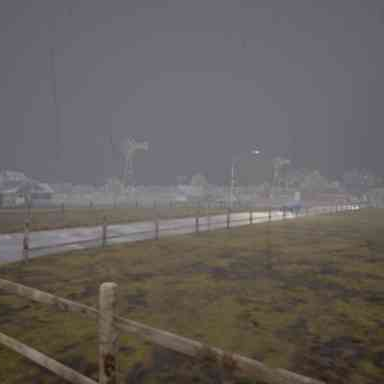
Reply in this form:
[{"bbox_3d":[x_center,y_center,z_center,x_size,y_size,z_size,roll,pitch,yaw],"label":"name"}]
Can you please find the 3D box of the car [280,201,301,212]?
[{"bbox_3d":[14.716,2.119,49.408,1.882,1.535,5.008,2,0,36],"label":"car"}]
